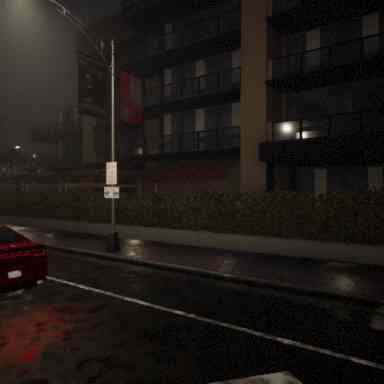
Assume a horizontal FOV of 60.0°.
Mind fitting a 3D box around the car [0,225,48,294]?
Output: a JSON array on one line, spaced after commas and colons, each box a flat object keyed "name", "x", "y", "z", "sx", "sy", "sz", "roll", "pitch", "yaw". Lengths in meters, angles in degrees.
[{"name": "car", "x": -5.465, "y": 1.478, "z": 7.930, "sx": 5.008, "sy": 1.535, "sz": 1.882, "roll": -1, "pitch": 0, "yaw": 36}]
